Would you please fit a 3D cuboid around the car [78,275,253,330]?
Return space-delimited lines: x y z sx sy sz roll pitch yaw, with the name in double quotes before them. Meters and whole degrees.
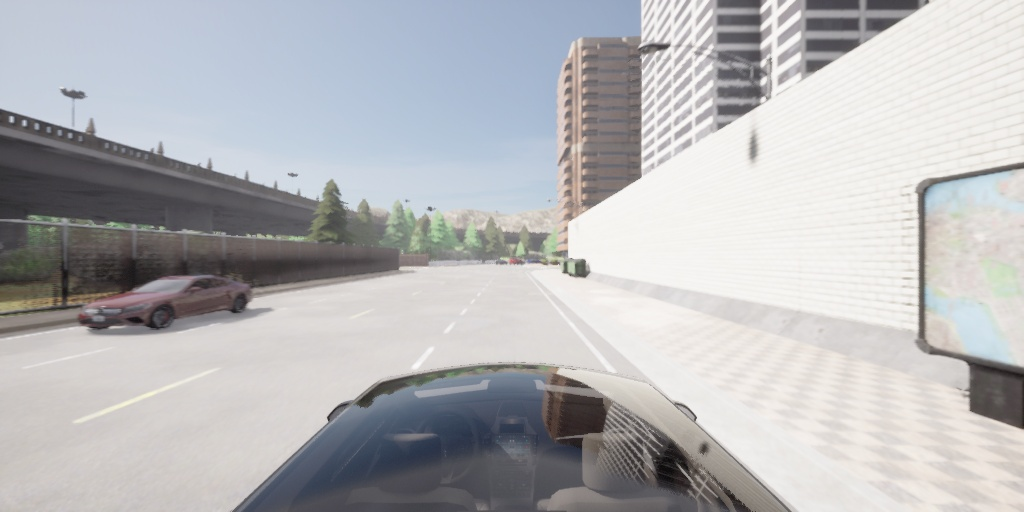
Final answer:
"car" -10.498 1.344 11.437 1.812 1.442 4.674 0 0 0
